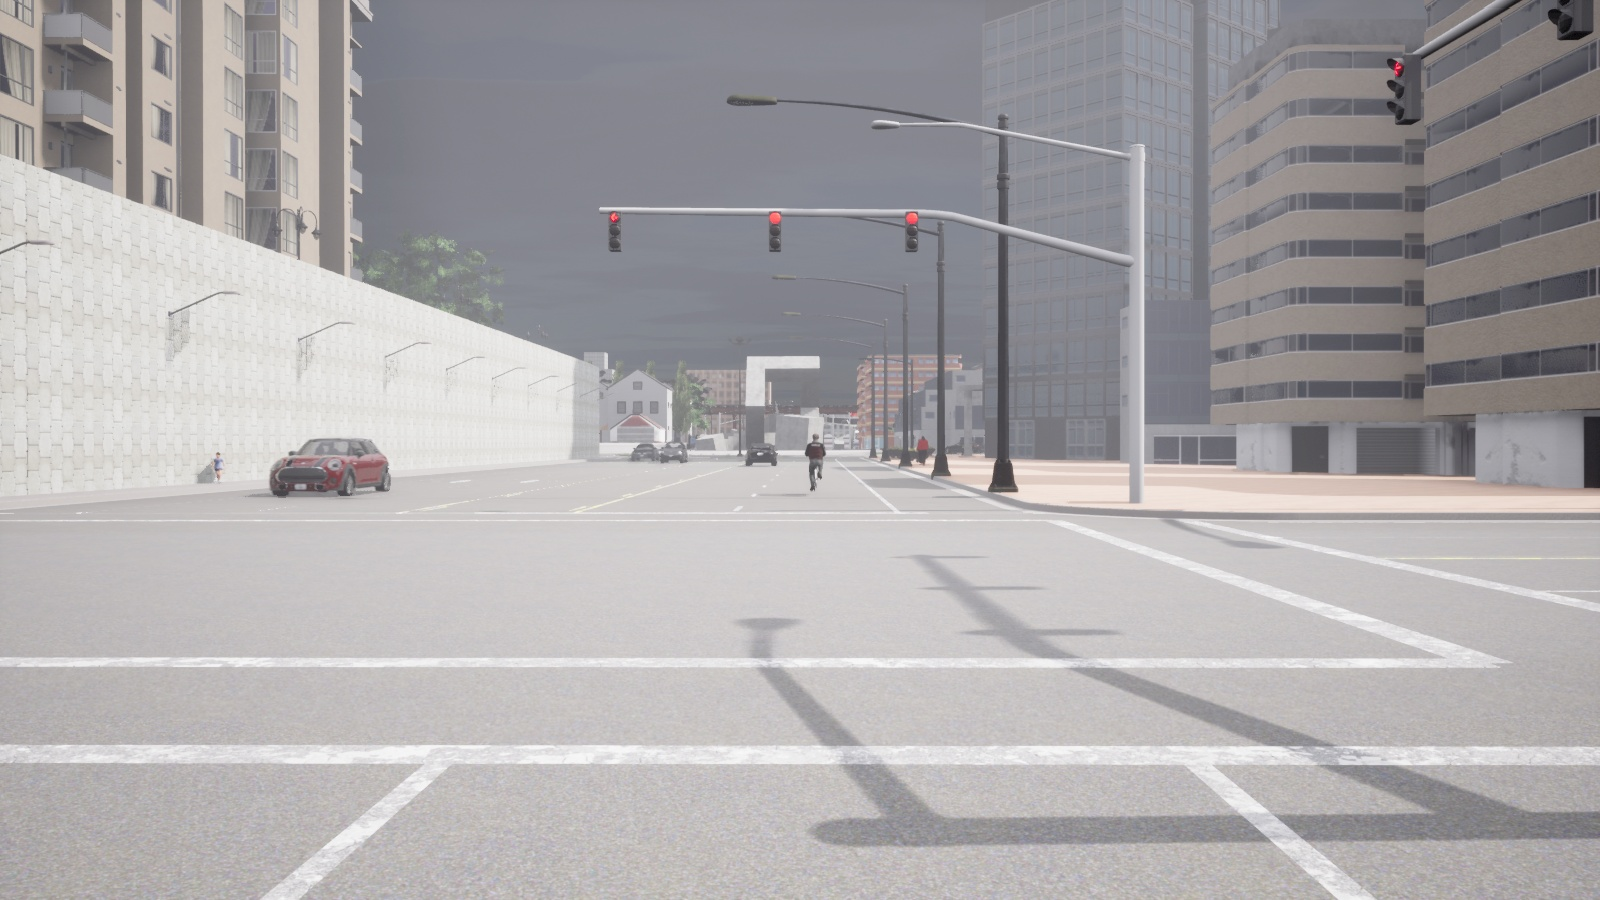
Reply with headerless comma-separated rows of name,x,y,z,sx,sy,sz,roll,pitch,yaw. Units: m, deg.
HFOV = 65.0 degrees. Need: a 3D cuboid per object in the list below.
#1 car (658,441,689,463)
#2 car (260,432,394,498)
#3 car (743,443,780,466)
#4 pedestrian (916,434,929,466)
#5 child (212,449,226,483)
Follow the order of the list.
car,-9.345,0.113,92.943,1.851,1.617,3.988,0,0,1
car,-13.547,0.389,36.260,2.097,1.767,4.553,0,0,1
car,-2.482,0.282,81.909,2.163,1.488,4.792,0,0,1
pedestrian,7.202,-0.010,73.881,0.634,1.844,0.899,0,0,-2
child,-19.271,0.531,41.670,0.255,1.110,0.394,0,0,2
